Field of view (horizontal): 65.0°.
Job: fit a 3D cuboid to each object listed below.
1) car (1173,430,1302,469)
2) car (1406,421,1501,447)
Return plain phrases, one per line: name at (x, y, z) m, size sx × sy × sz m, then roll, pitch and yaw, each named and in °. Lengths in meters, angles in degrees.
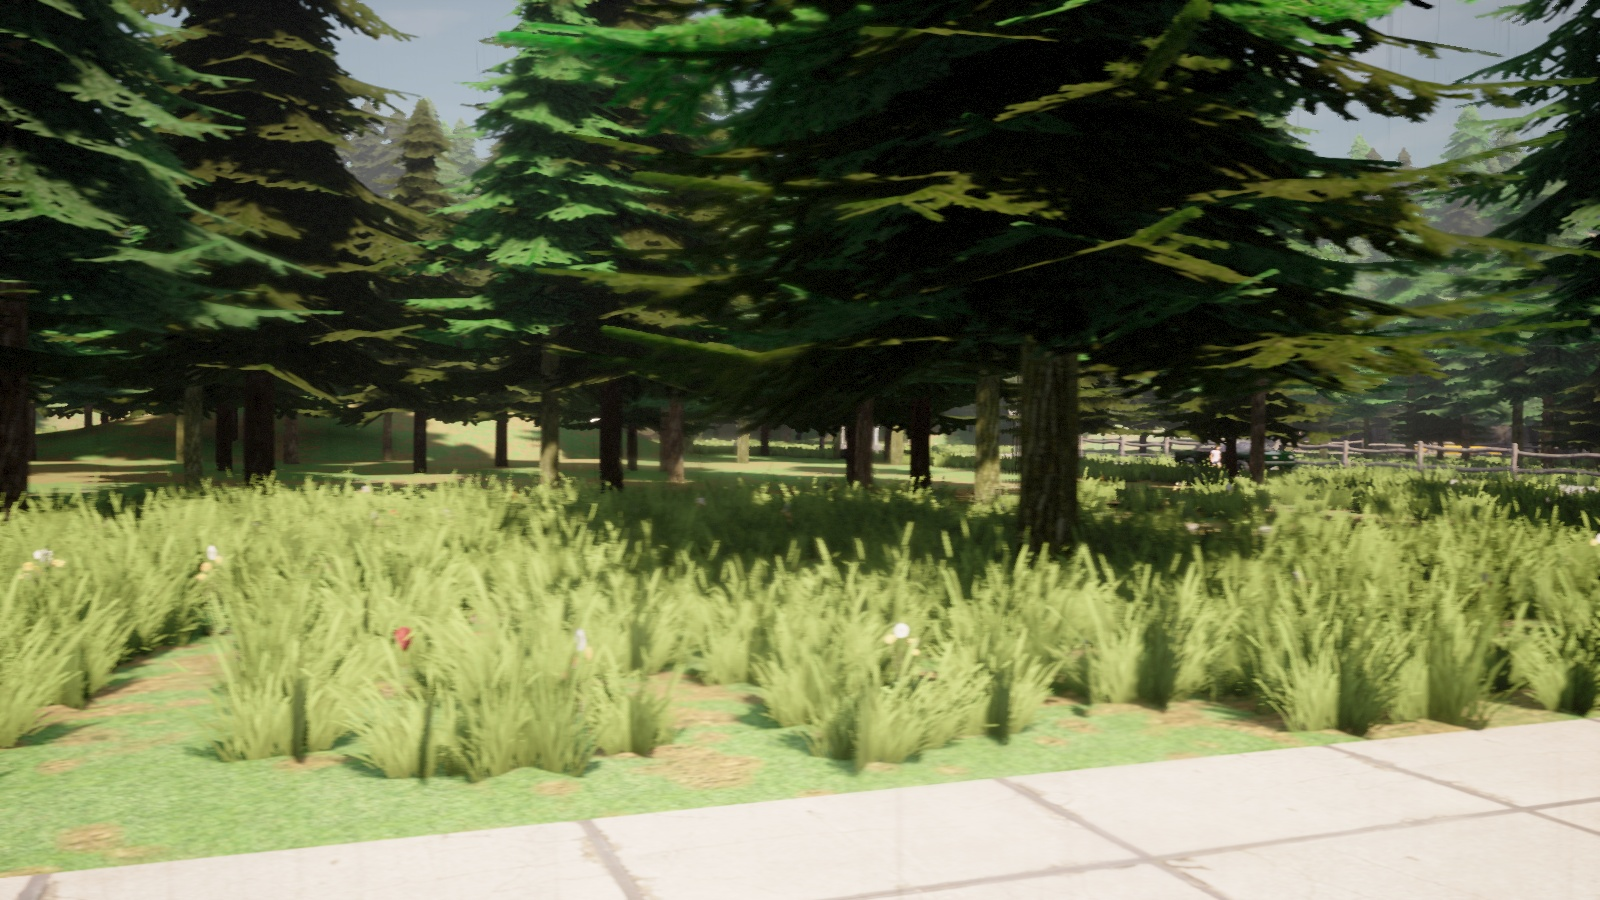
car at (15.908, -0.048, 45.929) m, size 1.895 × 1.301 × 4.718 m, roll -1°, pitch 1°, yaw -20°
car at (41.815, -1.025, 80.462) m, size 5.366 × 1.575 × 1.801 m, roll 0°, pitch 1°, yaw 27°
